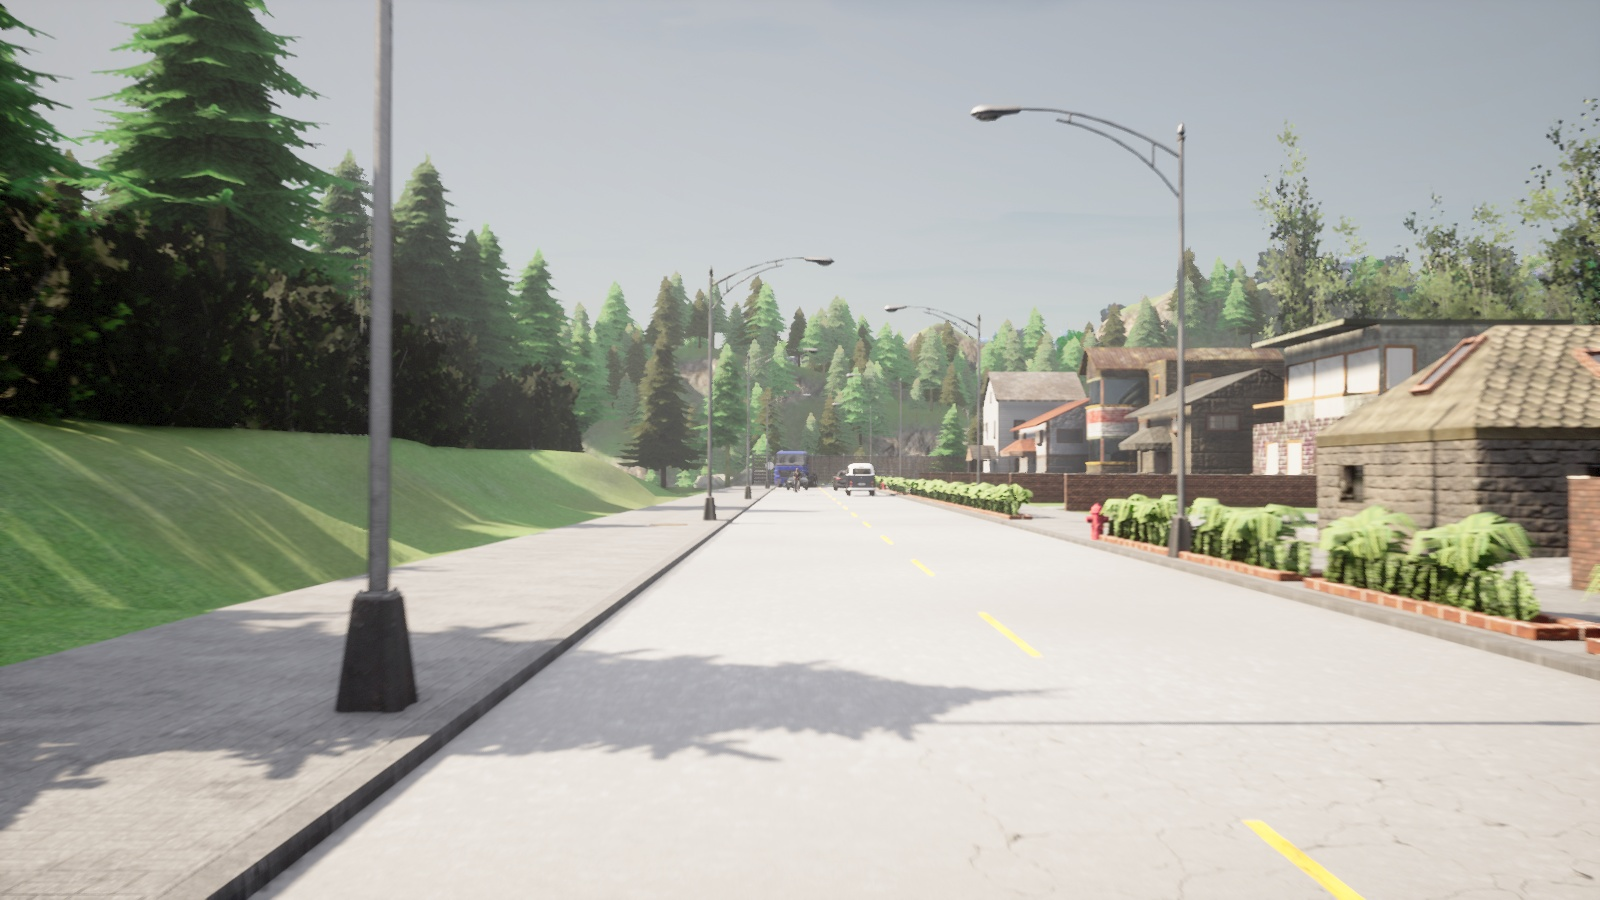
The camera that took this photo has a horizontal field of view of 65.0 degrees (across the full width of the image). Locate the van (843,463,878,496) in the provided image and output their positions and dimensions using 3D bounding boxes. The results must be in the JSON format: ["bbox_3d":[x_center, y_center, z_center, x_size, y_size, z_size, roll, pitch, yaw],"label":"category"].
[{"bbox_3d":[3.841,1.863,80.375,2.069,2.038,4.480,0,-1,0],"label":"van"}]
